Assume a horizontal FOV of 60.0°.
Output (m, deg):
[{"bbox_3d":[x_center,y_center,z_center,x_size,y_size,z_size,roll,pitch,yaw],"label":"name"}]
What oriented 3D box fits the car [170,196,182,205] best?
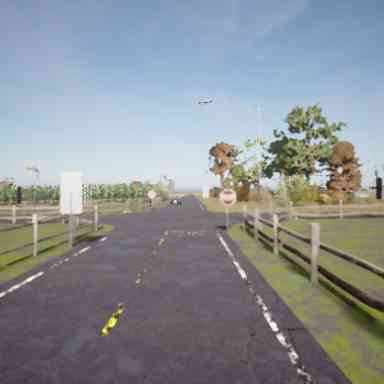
[{"bbox_3d":[-2.750,1.428,56.618,2.128,1.511,4.902,0,1,0],"label":"car"}]
